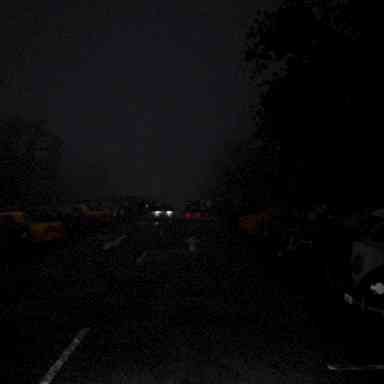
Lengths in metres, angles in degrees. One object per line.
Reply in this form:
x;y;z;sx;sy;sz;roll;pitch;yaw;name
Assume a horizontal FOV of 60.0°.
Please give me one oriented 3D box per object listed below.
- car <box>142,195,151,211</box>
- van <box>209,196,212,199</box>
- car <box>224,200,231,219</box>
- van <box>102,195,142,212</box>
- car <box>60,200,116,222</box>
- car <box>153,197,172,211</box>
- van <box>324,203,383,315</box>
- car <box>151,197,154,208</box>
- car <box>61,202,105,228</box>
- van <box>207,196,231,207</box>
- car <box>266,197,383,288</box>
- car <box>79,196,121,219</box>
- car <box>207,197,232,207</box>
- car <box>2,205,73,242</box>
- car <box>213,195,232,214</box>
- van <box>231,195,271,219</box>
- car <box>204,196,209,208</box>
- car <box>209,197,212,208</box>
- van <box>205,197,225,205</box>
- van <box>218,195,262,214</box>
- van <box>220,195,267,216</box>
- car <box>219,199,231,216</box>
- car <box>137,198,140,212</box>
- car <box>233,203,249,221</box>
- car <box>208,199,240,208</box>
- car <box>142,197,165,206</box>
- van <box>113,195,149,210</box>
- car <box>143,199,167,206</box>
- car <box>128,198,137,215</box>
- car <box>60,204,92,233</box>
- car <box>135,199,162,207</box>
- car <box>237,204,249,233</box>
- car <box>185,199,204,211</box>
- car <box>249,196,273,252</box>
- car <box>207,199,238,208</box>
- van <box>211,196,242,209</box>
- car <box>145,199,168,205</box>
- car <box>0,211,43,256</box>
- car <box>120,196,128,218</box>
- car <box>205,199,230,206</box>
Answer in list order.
-8.010;1.326;39.158;5.566;2.045;2.435;0;0;0;car
4.925;1.437;44.531;4.442;1.987;1.878;0;-1;0;van
5.039;1.583;25.155;4.674;1.452;2.002;0;0;0;car
-8.155;1.345;36.382;4.442;1.987;1.878;0;0;0;van
-8.224;1.533;22.500;5.366;1.575;1.946;0;0;0;car
-3.584;1.674;42.699;1.812;1.442;4.674;0;-1;0;car
4.924;1.269;5.765;4.442;1.987;1.878;0;0;0;van
-8.036;1.757;47.464;4.674;1.452;2.002;0;-1;0;car
-8.045;1.530;19.724;4.892;1.521;2.231;0;0;0;car
5.159;1.797;63.919;4.442;1.987;1.878;0;-1;0;van
5.012;1.250;8.535;5.566;2.045;2.435;0;0;0;car
-8.070;1.418;25.277;4.553;1.767;2.185;0;0;0;car
5.011;1.846;61.148;4.553;1.767;2.185;0;-1;0;car
-8.225;1.513;14.172;5.366;1.575;1.946;0;0;0;car
5.013;1.306;30.822;5.566;2.045;2.435;0;0;0;car
5.158;1.311;22.512;4.442;1.987;1.878;0;0;0;van
4.857;1.711;47.295;5.366;1.575;1.946;0;-1;0;car
5.047;1.611;41.758;5.008;1.535;2.097;0;-1;0;car
5.160;2.029;75.116;4.442;1.987;1.878;0;-1;0;van
5.158;1.345;36.237;4.442;1.987;1.878;0;0;0;van
5.158;1.338;33.592;4.442;1.987;1.878;0;0;0;van
5.035;1.550;27.926;5.008;1.535;2.097;0;0;0;car
-8.036;1.604;33.605;4.674;1.452;2.002;0;0;0;car
5.044;1.569;19.740;4.674;1.452;2.002;0;0;0;car
5.036;1.818;52.835;4.892;1.521;2.231;0;-1;0;car
-8.006;2.007;69.669;4.553;1.767;2.185;0;-1;0;car
-8.155;1.440;44.694;4.442;1.987;1.878;0;-1;0;van
-8.031;2.191;72.442;5.008;1.535;2.097;0;-1;0;car
-8.044;1.557;30.829;5.008;1.535;2.097;0;0;0;car
-8.033;1.524;16.948;4.892;1.521;2.231;0;0;0;car
-8.035;2.015;61.343;4.674;1.452;2.002;0;-1;0;car
5.035;1.522;16.846;5.008;1.535;2.097;0;0;0;car
0.101;1.637;42.629;2.128;1.511;4.902;0;-1;0;car
5.012;1.257;11.305;5.566;2.045;2.435;0;0;0;car
5.037;1.868;55.605;5.008;1.535;2.097;0;-1;0;car
5.159;1.540;50.070;4.442;1.987;1.878;0;-1;0;van
-8.032;2.259;75.214;4.892;1.521;2.231;0;-1;0;car
-8.068;1.538;11.396;4.792;1.488;2.163;0;0;0;car
-8.070;1.425;28.053;4.553;1.767;2.185;0;0;0;car
5.036;2.075;66.685;4.892;1.521;2.231;0;-1;0;car
